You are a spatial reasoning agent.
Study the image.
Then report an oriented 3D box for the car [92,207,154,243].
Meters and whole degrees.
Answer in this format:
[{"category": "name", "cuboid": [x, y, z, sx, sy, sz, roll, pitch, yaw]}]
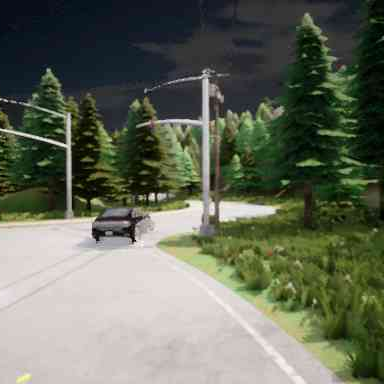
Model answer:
[{"category": "car", "cuboid": [-3.180, 1.443, 15.933, 2.128, 1.511, 4.902, -1, 1, 5]}]
